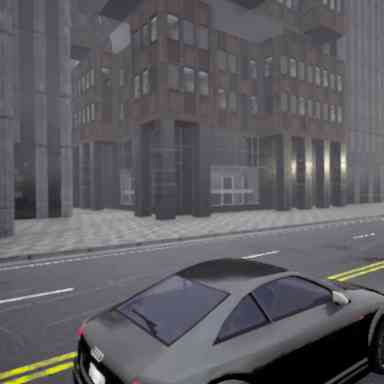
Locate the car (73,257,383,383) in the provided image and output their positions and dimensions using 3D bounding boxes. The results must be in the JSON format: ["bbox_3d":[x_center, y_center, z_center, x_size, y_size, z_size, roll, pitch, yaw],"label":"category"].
[{"bbox_3d":[0.791,1.533,4.065,4.181,1.385,1.994,-1,0,-37],"label":"car"}]
